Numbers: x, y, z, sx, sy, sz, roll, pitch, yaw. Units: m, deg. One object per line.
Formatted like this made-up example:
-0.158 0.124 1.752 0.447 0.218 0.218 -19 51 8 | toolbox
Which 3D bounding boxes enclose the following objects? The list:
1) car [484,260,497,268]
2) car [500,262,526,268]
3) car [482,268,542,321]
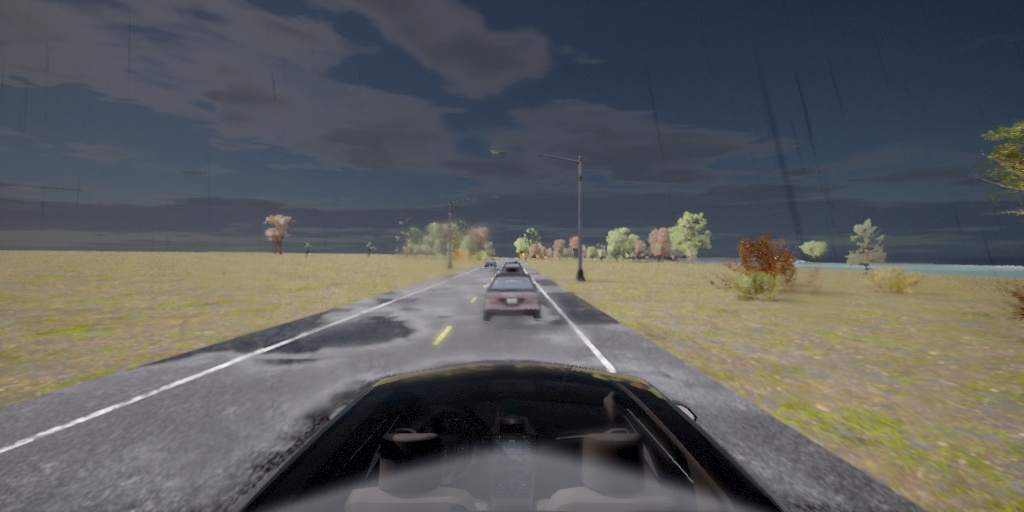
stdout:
-3.527 1.291 59.864 2.033 1.411 5.357 0 0 1 | car
0.058 1.256 29.640 1.837 1.490 4.892 0 0 0 | car
0.030 1.299 12.473 2.033 1.411 5.357 0 0 1 | car
